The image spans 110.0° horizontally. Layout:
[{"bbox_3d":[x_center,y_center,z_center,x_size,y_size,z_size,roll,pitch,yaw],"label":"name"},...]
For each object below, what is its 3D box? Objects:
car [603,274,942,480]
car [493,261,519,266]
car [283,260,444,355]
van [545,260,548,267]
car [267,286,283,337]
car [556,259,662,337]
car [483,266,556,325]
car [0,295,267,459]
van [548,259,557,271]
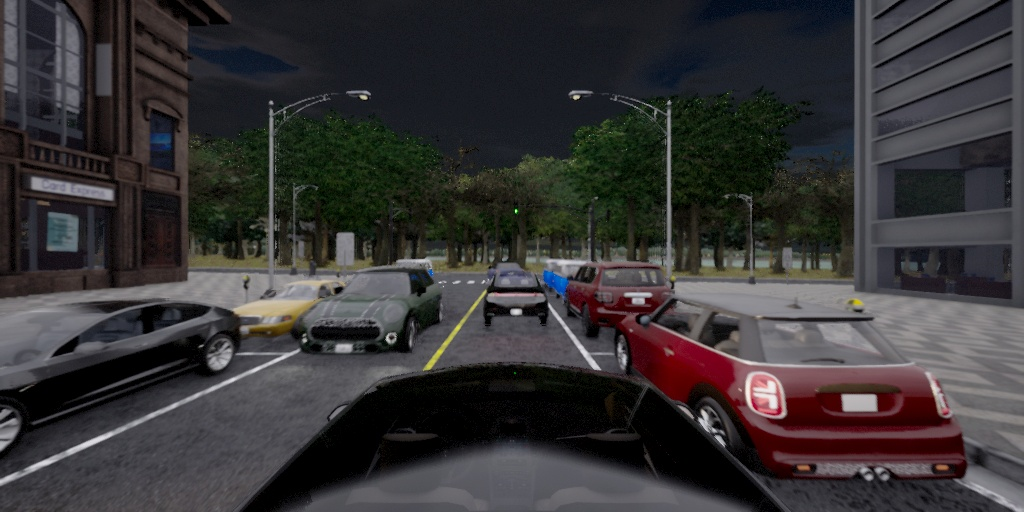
[{"bbox_3d":[2.762,1.190,4.789,1.967,1.591,4.097,0,0,0],"label":"car"},{"bbox_3d":[-0.501,1.104,24.290,2.097,1.767,4.553,0,0,-9],"label":"car"},{"bbox_3d":[-3.078,1.101,8.823,2.097,1.767,4.553,0,0,0],"label":"car"},{"bbox_3d":[2.763,1.092,21.102,1.690,1.789,3.998,0,0,0],"label":"van"},{"bbox_3d":[-5.763,1.275,10.057,1.751,1.417,4.829,0,0,0],"label":"car"},{"bbox_3d":[2.762,1.065,10.227,2.192,1.841,5.009,0,0,0],"label":"car"},{"bbox_3d":[0.101,1.242,11.773,2.128,1.511,4.902,0,0,0],"label":"car"},{"bbox_3d":[-5.763,1.315,4.789,1.948,1.339,4.313,0,0,0],"label":"car"},{"bbox_3d":[2.762,1.091,15.664,1.690,1.789,3.998,0,0,0],"label":"van"}]
